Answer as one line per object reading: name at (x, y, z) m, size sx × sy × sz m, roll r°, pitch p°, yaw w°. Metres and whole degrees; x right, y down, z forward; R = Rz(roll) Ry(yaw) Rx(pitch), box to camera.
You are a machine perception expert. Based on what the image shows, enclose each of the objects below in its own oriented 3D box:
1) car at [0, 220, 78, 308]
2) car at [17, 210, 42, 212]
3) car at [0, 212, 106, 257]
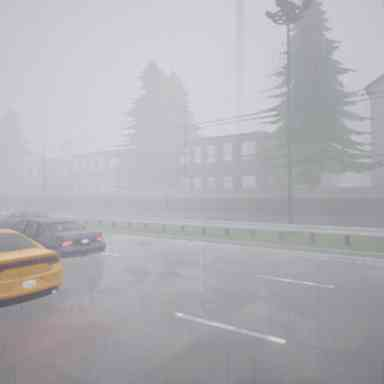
car at (-5.006, 1.562, 7.561) m, size 5.008 × 1.535 × 1.882 m, roll -1°, pitch 0°, yaw 36°
car at (-9.688, 1.758, 19.502) m, size 4.181 × 1.385 × 1.994 m, roll -1°, pitch 0°, yaw 36°
car at (-5.502, 1.664, 12.216) m, size 5.357 × 1.411 × 2.033 m, roll -1°, pitch 0°, yaw 35°
